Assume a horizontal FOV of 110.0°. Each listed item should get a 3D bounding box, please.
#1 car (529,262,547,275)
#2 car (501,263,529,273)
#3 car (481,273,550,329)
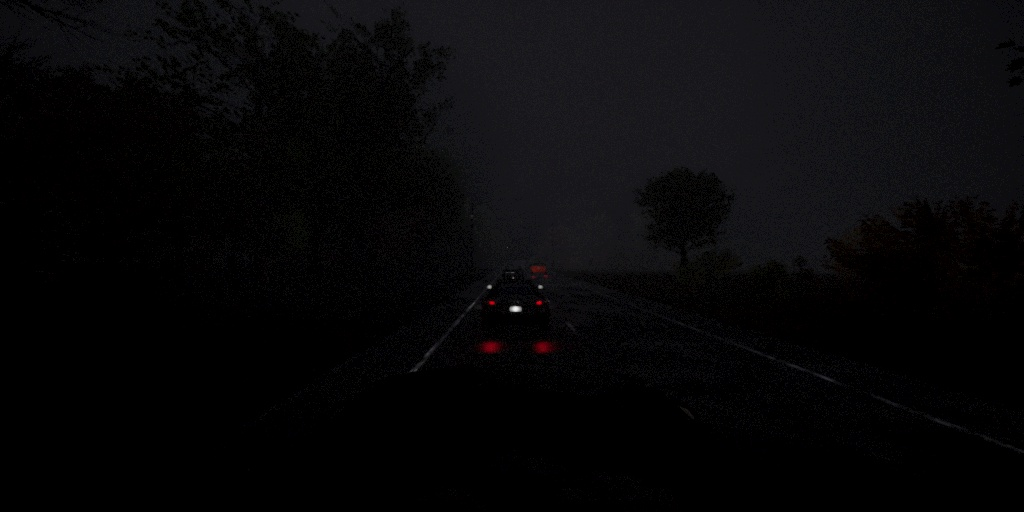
[{"bbox_3d":[3.599,1.651,49.904,2.097,1.767,4.553,0,-1,0],"label":"car"},{"bbox_3d":[0.100,1.574,30.958,2.128,1.511,4.902,0,-1,0],"label":"car"},{"bbox_3d":[0.100,1.427,11.708,1.994,1.385,4.181,0,-1,0],"label":"car"}]
